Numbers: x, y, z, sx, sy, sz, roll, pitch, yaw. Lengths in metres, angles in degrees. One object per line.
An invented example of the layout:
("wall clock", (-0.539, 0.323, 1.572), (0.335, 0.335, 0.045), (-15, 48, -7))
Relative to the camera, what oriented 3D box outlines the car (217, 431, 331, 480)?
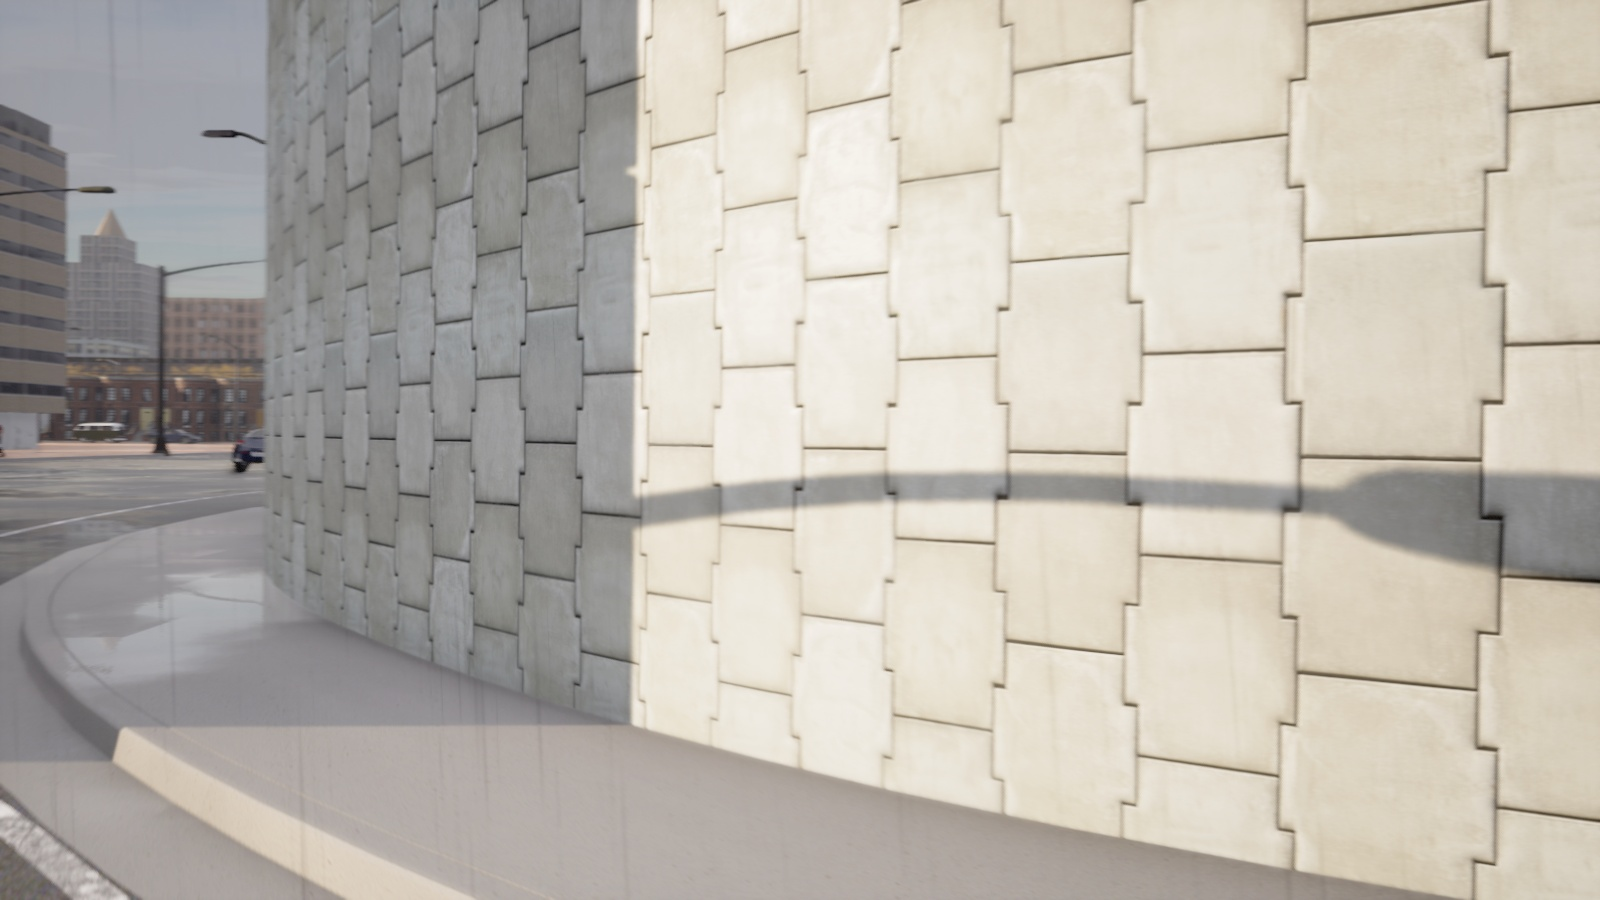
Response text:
("car", (-18.879, 0.151, 45.334), (2.152, 1.651, 5.027), (0, 1, -2))
